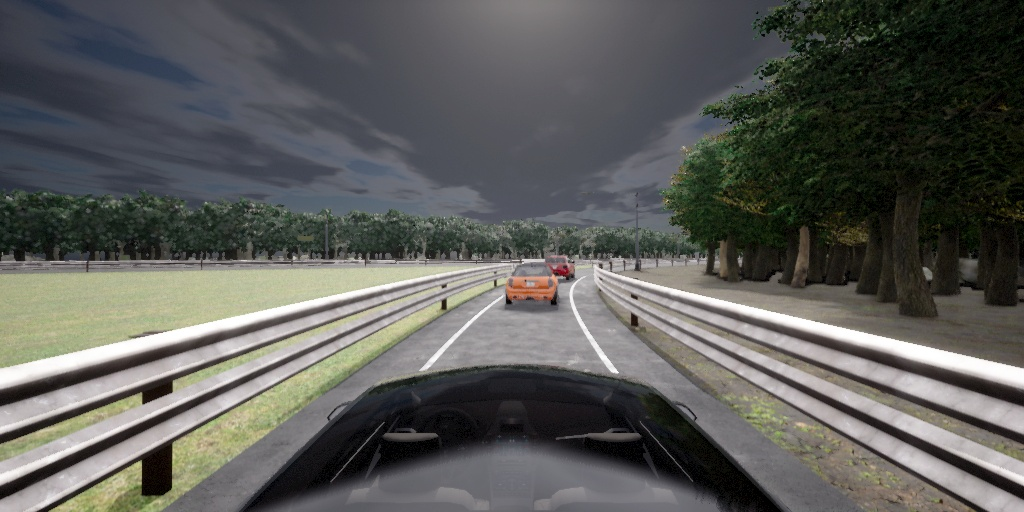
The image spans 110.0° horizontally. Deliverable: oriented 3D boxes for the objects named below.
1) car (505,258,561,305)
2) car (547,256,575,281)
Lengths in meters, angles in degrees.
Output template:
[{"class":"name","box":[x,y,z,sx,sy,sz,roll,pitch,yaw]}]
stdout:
[{"class":"car","box":[1.013,1.118,16.149,2.097,1.767,4.553,0,0,8]},{"class":"car","box":[4.070,1.016,30.648,2.150,2.045,5.566,0,0,16]}]
